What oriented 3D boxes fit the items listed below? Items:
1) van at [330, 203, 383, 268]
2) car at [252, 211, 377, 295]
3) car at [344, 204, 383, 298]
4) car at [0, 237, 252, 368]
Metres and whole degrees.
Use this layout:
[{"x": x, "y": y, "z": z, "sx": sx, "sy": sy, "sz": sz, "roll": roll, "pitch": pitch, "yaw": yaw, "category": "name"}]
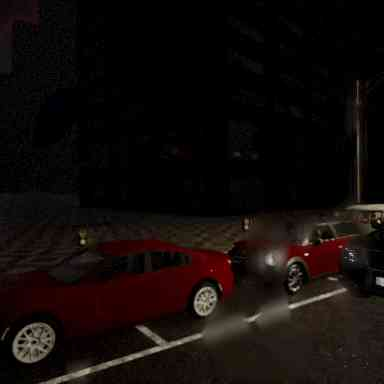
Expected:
[{"x": 6.657, "y": 1.309, "z": 11.412, "sx": 3.998, "sy": 1.788, "sz": 1.690, "roll": 0, "pitch": -1, "yaw": -35, "category": "van"}, {"x": 2.680, "y": 1.421, "z": 8.574, "sx": 4.097, "sy": 1.590, "sz": 1.967, "roll": 0, "pitch": -1, "yaw": -35, "category": "car"}, {"x": 5.589, "y": 1.197, "z": 7.347, "sx": 5.566, "sy": 2.045, "sz": 2.150, "roll": 0, "pitch": 0, "yaw": -35, "category": "car"}, {"x": -1.296, "y": 1.539, "z": 5.736, "sx": 4.507, "sy": 1.381, "sz": 1.887, "roll": 0, "pitch": -1, "yaw": -35, "category": "car"}]
